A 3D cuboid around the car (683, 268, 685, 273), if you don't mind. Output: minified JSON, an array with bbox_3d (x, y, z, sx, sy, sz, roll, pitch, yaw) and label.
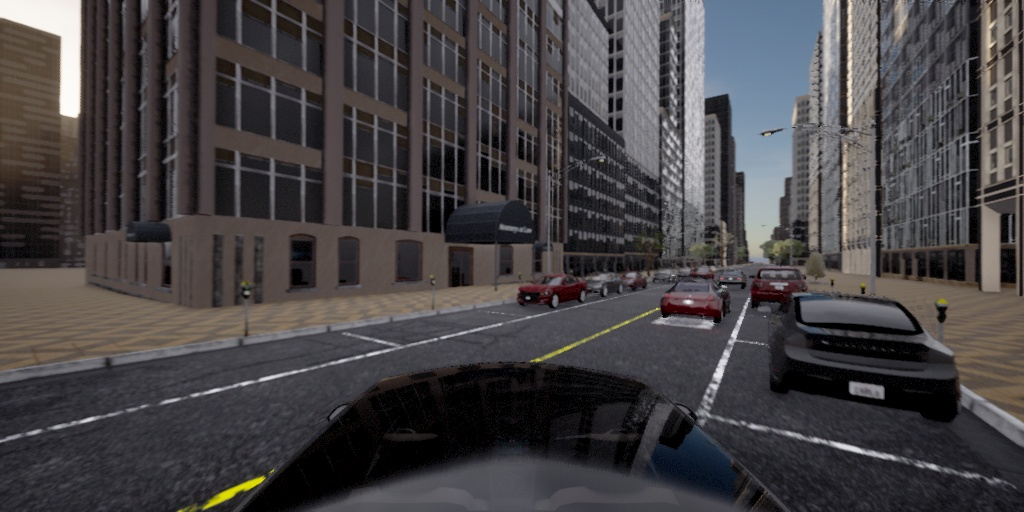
[{"bbox_3d":[21.492,2.081,44.391,2.007,1.370,4.403,0,0,35],"label":"car"}]

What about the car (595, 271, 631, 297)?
[{"bbox_3d":[5.201,1.604,21.111,2.007,1.370,4.403,0,0,35],"label":"car"}]

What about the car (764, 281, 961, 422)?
[{"bbox_3d":[5.558,1.373,6.206,1.837,1.490,4.892,0,-1,35],"label":"car"}]

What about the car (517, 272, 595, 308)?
[{"bbox_3d":[1.943,1.503,16.455,1.888,1.381,4.507,0,0,35],"label":"car"}]

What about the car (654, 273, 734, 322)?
[{"bbox_3d":[7.043,1.544,13.635,1.994,1.385,4.181,0,-1,35],"label":"car"}]

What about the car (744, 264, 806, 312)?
[{"bbox_3d":[12.067,1.385,16.306,2.192,1.841,5.009,0,0,35],"label":"car"}]

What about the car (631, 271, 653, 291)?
[{"bbox_3d":[8.459,1.731,25.767,1.802,1.307,4.207,0,0,35],"label":"car"}]

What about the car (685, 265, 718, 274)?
[{"bbox_3d":[19.750,1.898,37.286,1.882,1.535,5.008,0,-1,35],"label":"car"}]

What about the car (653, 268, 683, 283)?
[{"bbox_3d":[14.976,1.890,35.079,2.007,1.370,4.403,0,0,35],"label":"car"}]

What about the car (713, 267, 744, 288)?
[{"bbox_3d":[18.270,1.856,29.683,2.033,1.411,5.357,0,-1,35],"label":"car"}]
